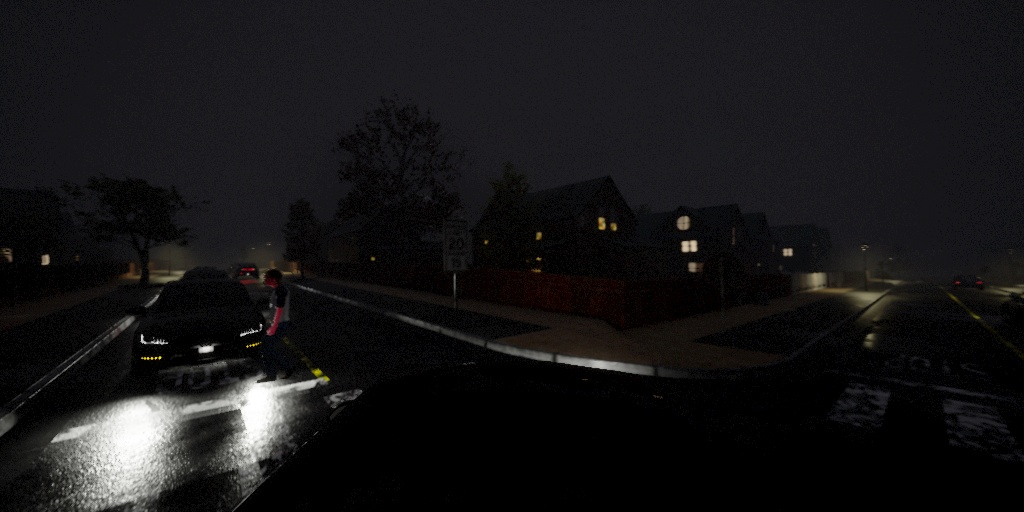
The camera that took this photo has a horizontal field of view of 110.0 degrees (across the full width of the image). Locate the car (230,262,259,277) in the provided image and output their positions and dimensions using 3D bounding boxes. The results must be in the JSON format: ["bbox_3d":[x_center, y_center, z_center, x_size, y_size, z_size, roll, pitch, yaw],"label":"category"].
[{"bbox_3d":[-25.963,1.453,34.987,1.837,1.490,4.892,0,-1,-40],"label":"car"}]

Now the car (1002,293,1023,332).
[{"bbox_3d":[17.735,1.729,11.587,4.181,1.385,1.994,2,-3,-41],"label":"car"}]

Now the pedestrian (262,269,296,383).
[{"bbox_3d":[-3.752,1.068,5.836,0.375,1.860,0.375,2,-2,-40],"label":"pedestrian"}]

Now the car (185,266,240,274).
[{"bbox_3d":[-12.758,1.332,14.960,1.837,1.490,4.892,0,0,-40],"label":"car"}]

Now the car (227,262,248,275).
[{"bbox_3d":[-34.136,1.530,44.570,1.837,1.490,4.892,0,0,-40],"label":"car"}]

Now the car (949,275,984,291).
[{"bbox_3d":[43.280,2.500,34.138,5.357,1.411,2.033,2,-3,-41],"label":"car"}]

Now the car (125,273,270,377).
[{"bbox_3d":[-6.598,1.291,7.730,1.837,1.490,4.892,0,0,-41],"label":"car"}]
